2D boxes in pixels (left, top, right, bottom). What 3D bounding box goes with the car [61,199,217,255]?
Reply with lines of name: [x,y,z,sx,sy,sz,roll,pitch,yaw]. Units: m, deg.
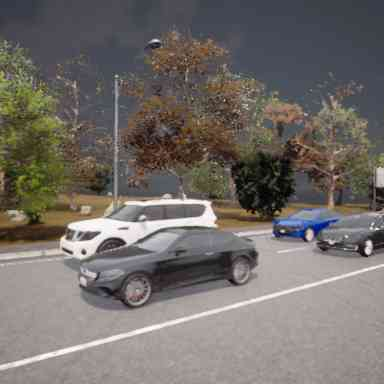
car: [-1.540,1.287,11.598,5.566,2.045,2.150,1,0,-37]

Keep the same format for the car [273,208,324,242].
car: [6.341,1.639,17.551,5.008,1.535,1.882,1,-1,-38]

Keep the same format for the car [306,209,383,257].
car: [7.064,1.645,13.701,4.892,1.490,1.837,1,0,-37]

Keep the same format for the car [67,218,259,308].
car: [-0.333,1.577,8.140,4.674,1.442,1.812,1,0,-37]
